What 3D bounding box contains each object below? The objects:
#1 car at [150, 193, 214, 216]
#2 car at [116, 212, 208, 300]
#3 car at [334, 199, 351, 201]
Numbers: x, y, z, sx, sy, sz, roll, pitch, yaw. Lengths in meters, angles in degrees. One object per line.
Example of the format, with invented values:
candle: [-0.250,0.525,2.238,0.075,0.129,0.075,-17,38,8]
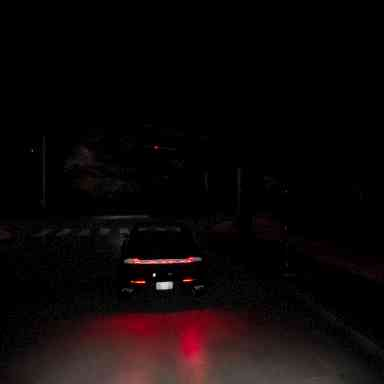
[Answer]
car: [-0.874,1.066,29.279,5.566,2.045,2.150,0,0,-12]
car: [-0.841,1.492,8.461,2.128,1.511,4.902,0,0,-8]
car: [14.559,1.368,32.661,4.674,1.442,1.812,0,0,-13]
